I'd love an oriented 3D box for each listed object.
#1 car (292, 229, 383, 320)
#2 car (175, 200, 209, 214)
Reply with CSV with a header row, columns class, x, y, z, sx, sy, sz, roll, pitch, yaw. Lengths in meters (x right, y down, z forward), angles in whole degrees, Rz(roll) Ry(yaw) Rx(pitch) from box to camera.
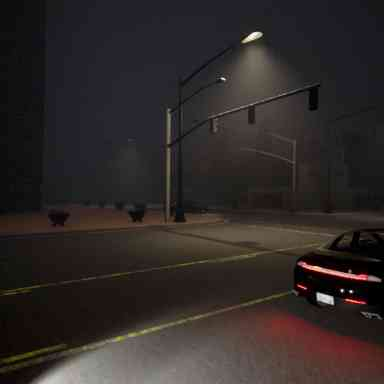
class,x,y,z,sx,sy,sz,roll,pitch,yaw
car,4.117,1.503,6.739,4.902,1.511,2.128,0,0,-35
car,-0.321,1.624,36.941,2.033,1.411,5.357,1,-1,-35
